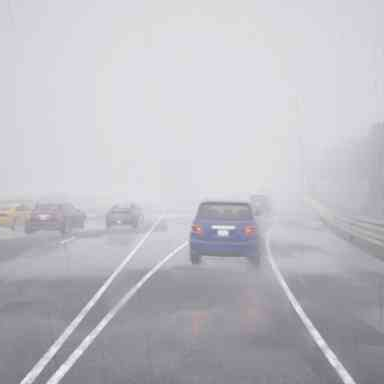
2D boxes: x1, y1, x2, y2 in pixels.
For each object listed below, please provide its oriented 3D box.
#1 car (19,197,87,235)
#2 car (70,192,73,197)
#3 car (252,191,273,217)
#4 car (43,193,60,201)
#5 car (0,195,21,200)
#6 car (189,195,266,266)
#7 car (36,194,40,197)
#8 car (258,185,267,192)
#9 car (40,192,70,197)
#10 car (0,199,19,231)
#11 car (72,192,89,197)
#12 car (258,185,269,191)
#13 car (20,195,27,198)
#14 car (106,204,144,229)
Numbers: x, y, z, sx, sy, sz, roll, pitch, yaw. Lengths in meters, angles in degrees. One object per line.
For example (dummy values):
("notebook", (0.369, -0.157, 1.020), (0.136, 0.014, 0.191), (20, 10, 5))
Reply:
("car", (-7.555, 1.344, 18.909), (2.097, 1.767, 4.553), (0, 0, -2))
("car", (-27.241, 0.965, 74.378), (2.150, 2.045, 5.566), (0, 0, -2))
("car", (6.707, 1.243, 32.775), (2.150, 2.045, 5.566), (0, 1, 16))
("car", (-30.675, 1.092, 72.751), (2.097, 1.767, 4.553), (0, 0, -2))
("car", (-22.436, 1.475, 39.053), (1.812, 1.442, 4.674), (0, 0, -2))
("car", (1.293, 1.246, 11.927), (2.150, 2.045, 5.566), (1, 0, 9))
("car", (-26.630, 1.170, 59.374), (2.097, 1.767, 4.553), (0, 0, -2))
("car", (17.184, -0.893, 80.909), (1.882, 1.535, 5.008), (0, 3, 8))
("car", (-23.020, 1.072, 56.144), (2.150, 2.045, 5.566), (0, 0, -2))
("car", (-11.112, 1.459, 20.636), (1.882, 1.535, 5.008), (0, 0, -2))
("car", (-23.637, 1.123, 71.992), (2.097, 1.767, 4.553), (0, 0, -2))
("car", (15.434, -0.143, 70.563), (2.033, 1.411, 5.357), (0, 3, 10))
("car", (-30.050, 1.297, 57.049), (1.882, 1.535, 5.008), (0, 0, -2))
("car", (-4.233, 1.496, 21.425), (2.128, 1.511, 4.902), (0, 0, -2))
